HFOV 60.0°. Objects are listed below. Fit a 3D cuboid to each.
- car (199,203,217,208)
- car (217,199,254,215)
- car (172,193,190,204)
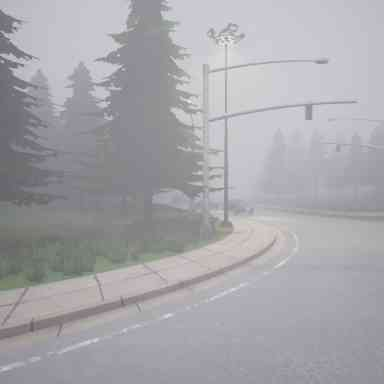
[{"bbox_3d":[2.064,1.601,43.922,1.895,1.301,4.718,0,0,-16],"label":"car"},{"bbox_3d":[4.717,1.491,34.282,2.128,1.511,4.902,0,0,-15],"label":"car"},{"bbox_3d":[-1.902,1.222,57.518,2.150,2.045,5.566,0,0,-17],"label":"car"}]
